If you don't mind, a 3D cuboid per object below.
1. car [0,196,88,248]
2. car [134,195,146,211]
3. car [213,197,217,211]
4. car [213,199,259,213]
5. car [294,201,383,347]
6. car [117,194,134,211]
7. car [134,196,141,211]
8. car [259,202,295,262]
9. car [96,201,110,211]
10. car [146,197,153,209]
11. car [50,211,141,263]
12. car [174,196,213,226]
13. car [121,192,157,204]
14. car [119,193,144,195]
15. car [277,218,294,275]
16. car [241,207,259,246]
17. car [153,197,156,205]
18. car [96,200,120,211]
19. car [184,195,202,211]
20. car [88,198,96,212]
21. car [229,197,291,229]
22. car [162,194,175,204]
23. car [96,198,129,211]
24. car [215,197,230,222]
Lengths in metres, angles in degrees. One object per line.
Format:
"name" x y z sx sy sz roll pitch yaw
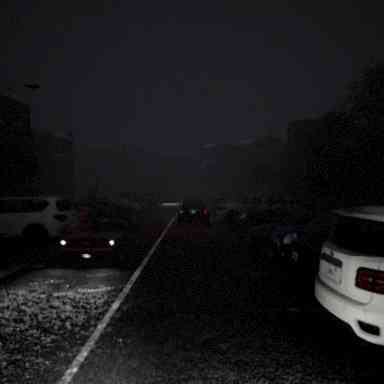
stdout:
"car" -7.717 1.201 14.196 5.566 2.045 2.435 0 0 0
"car" -7.886 1.408 34.763 5.366 1.575 1.946 0 0 0
"car" 4.638 1.420 29.915 4.892 1.521 2.231 0 0 0
"car" 4.631 1.448 35.504 4.674 1.452 2.002 0 0 0
"car" 4.675 1.218 4.773 5.566 2.045 2.435 0 0 0
"car" -7.729 1.297 28.887 4.553 1.767 2.185 0 0 0
"car" -7.705 1.418 31.700 4.892 1.521 2.231 0 0 0
"car" 4.675 1.333 10.359 4.553 1.767 2.185 0 0 0
"car" -7.689 1.481 19.948 4.674 1.452 2.002 0 0 0
"car" -7.517 1.402 37.703 5.366 1.575 1.946 0 0 0
"car" -3.107 1.577 12.027 1.895 1.301 4.718 0 0 0
"car" 0.087 1.304 23.207 2.097 1.767 4.553 0 0 0
"car" -7.679 1.061 46.415 5.566 2.045 2.435 0 1 0
"car" -7.673 1.269 40.644 4.553 1.767 2.185 0 0 0
"car" 4.675 1.494 7.566 4.792 1.488 2.163 0 0 0
"car" 4.612 1.483 13.155 4.792 1.488 2.163 0 0 0
"car" -7.711 1.366 43.475 5.008 1.535 2.097 0 1 0
"car" -7.691 1.474 23.010 4.674 1.452 2.002 0 0 0
"car" 0.076 1.262 40.846 2.097 1.767 4.553 0 0 0
"car" -7.659 1.321 17.009 4.553 1.767 2.185 0 0 0
"car" 4.670 1.316 18.865 4.553 1.767 2.185 0 0 0
"car" -3.784 1.115 55.077 1.994 1.385 4.181 -1 3 -13
"car" -7.725 1.458 25.949 4.792 1.488 2.163 0 0 0
"car" 4.628 1.425 27.122 5.008 1.535 2.097 0 0 0
